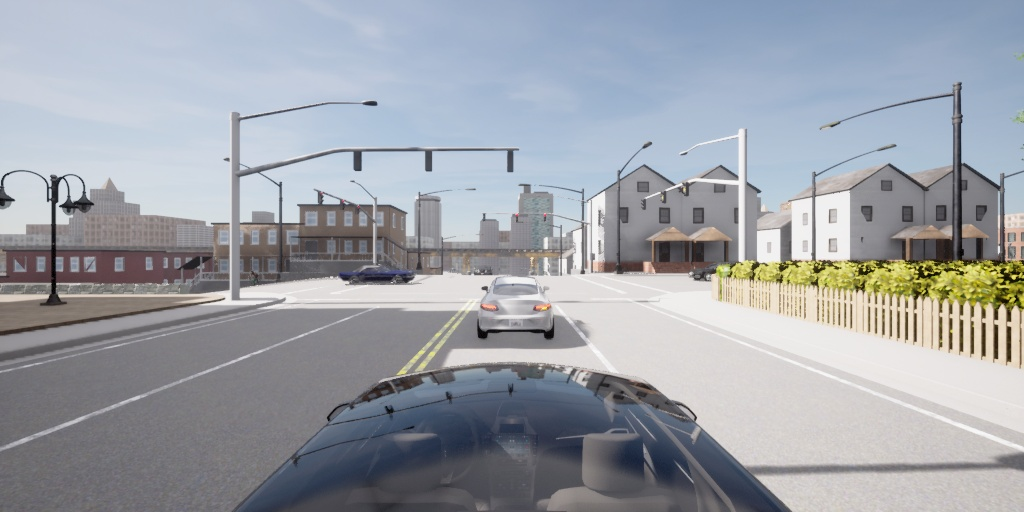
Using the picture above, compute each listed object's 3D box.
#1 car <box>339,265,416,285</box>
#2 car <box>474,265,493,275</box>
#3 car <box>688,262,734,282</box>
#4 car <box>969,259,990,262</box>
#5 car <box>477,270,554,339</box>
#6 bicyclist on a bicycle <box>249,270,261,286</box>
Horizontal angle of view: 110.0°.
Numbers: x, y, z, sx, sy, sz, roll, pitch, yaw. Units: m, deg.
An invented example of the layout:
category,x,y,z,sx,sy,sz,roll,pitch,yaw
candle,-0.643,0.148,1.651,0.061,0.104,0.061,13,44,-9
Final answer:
category,x,y,z,sx,sy,sz,roll,pitch,yaw
car,-9.181,1.299,24.795,4.718,1.301,1.895,0,0,-1
car,-3.528,2.161,45.228,2.150,2.045,5.566,0,-9,0
car,16.789,1.254,28.802,4.892,1.490,1.837,0,0,-1
car,36.922,1.101,29.022,4.553,1.767,2.097,0,0,-1
car,0.099,1.276,9.988,1.812,1.442,4.674,0,0,0
bicyclist on a bicycle,-25.575,2.213,35.561,0.582,1.620,1.656,-8,0,0
